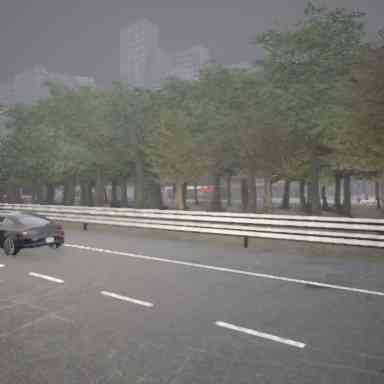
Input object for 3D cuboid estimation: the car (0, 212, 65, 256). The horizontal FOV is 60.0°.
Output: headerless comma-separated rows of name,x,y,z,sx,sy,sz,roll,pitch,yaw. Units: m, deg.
car,-6.900,1.535,13.101,4.674,1.442,1.812,0,0,36
